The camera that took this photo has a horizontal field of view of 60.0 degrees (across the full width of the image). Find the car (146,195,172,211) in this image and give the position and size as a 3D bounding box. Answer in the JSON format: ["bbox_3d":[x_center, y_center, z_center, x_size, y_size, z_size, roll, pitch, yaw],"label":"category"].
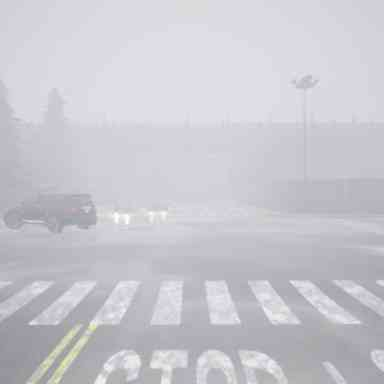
[{"bbox_3d":[-3.616,1.366,36.820,1.994,1.385,4.181,0,0,-1],"label":"car"}]

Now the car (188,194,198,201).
[{"bbox_3d":[0.163,1.174,71.354,1.994,1.385,4.181,0,0,5],"label":"car"}]

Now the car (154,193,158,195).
[{"bbox_3d":[-7.082,1.244,56.544,2.033,1.411,5.357,0,0,1],"label":"car"}]

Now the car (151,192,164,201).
[{"bbox_3d":[-7.037,0.983,68.647,2.097,1.767,4.553,0,0,0],"label":"car"}]

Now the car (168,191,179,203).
[{"bbox_3d":[-3.571,0.899,60.323,2.150,2.045,5.566,0,0,1],"label":"car"}]

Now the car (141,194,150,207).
[{"bbox_3d":[-7.124,1.109,45.256,2.097,1.767,4.553,0,0,0],"label":"car"}]

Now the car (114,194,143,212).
[{"bbox_3d":[-7.120,1.296,36.293,2.128,1.511,4.902,0,0,0],"label":"car"}]

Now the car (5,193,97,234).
[{"bbox_3d":[-7.783,1.070,18.301,5.566,2.045,2.150,0,0,28],"label":"car"}]

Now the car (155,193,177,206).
[{"bbox_3d":[-3.630,1.300,46.055,2.033,1.411,5.357,0,0,0],"label":"car"}]
